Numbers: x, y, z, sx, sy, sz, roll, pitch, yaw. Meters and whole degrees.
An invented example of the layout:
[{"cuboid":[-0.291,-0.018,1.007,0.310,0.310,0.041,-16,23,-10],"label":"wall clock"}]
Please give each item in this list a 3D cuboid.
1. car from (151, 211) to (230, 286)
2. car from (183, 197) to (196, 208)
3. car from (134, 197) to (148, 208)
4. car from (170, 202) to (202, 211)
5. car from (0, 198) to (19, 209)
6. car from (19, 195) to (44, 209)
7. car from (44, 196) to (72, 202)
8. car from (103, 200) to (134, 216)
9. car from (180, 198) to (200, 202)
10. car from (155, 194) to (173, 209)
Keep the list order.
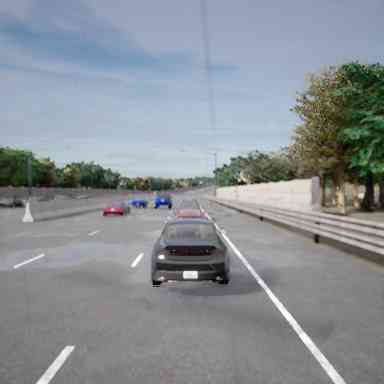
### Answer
[{"cuboid":[-0.048,1.503,9.399,1.837,1.490,4.892,0,0,0],"label":"car"},{"cuboid":[-0.390,1.522,47.874,1.812,1.442,4.674,0,0,-1],"label":"car"},{"cuboid":[-7.387,1.475,47.610,1.882,1.535,5.008,0,0,-1],"label":"car"},{"cuboid":[-0.143,1.524,18.966,1.812,1.442,4.674,0,0,-2],"label":"car"},{"cuboid":[-24.968,1.564,45.719,1.994,1.385,4.181,0,0,-1],"label":"car"},{"cuboid":[-21.471,1.348,46.052,2.097,1.767,4.553,0,0,-1],"label":"car"},{"cuboid":[-17.970,1.348,45.715,2.097,1.767,4.553,0,0,-1],"label":"car"},{"cuboid":[-7.196,1.563,32.147,1.994,1.385,4.181,0,0,-1],"label":"car"},{"cuboid":[-0.231,1.504,27.218,1.837,1.490,4.892,0,0,-1],"label":"car"},{"cuboid":[-3.867,1.220,46.110,2.150,2.045,5.566,0,0,-1],"label":"car"}]
